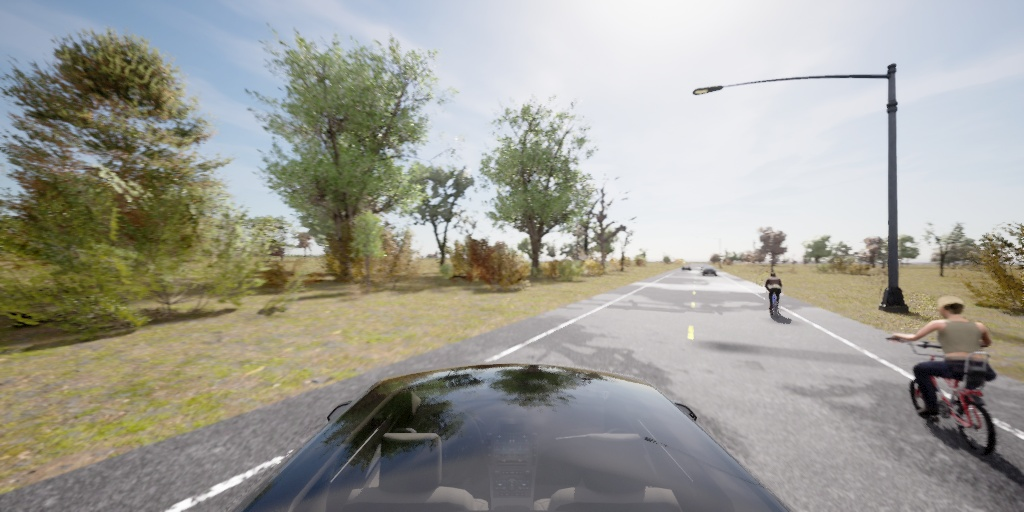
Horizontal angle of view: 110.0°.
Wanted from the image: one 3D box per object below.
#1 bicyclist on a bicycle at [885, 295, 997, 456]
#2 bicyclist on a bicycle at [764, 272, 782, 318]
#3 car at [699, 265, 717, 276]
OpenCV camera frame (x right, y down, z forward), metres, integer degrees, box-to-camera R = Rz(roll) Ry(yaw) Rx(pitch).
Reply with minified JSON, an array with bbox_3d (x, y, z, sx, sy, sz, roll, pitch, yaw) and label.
[{"bbox_3d":[5.054,1.261,4.179,0.866,1.612,1.509,0,-1,27],"label":"bicyclist on a bicycle"},{"bbox_3d":[9.724,1.440,13.323,0.582,1.620,1.656,0,-1,27],"label":"bicyclist on a bicycle"},{"bbox_3d":[28.697,2.186,52.207,1.812,1.442,4.674,0,-1,27],"label":"car"}]
